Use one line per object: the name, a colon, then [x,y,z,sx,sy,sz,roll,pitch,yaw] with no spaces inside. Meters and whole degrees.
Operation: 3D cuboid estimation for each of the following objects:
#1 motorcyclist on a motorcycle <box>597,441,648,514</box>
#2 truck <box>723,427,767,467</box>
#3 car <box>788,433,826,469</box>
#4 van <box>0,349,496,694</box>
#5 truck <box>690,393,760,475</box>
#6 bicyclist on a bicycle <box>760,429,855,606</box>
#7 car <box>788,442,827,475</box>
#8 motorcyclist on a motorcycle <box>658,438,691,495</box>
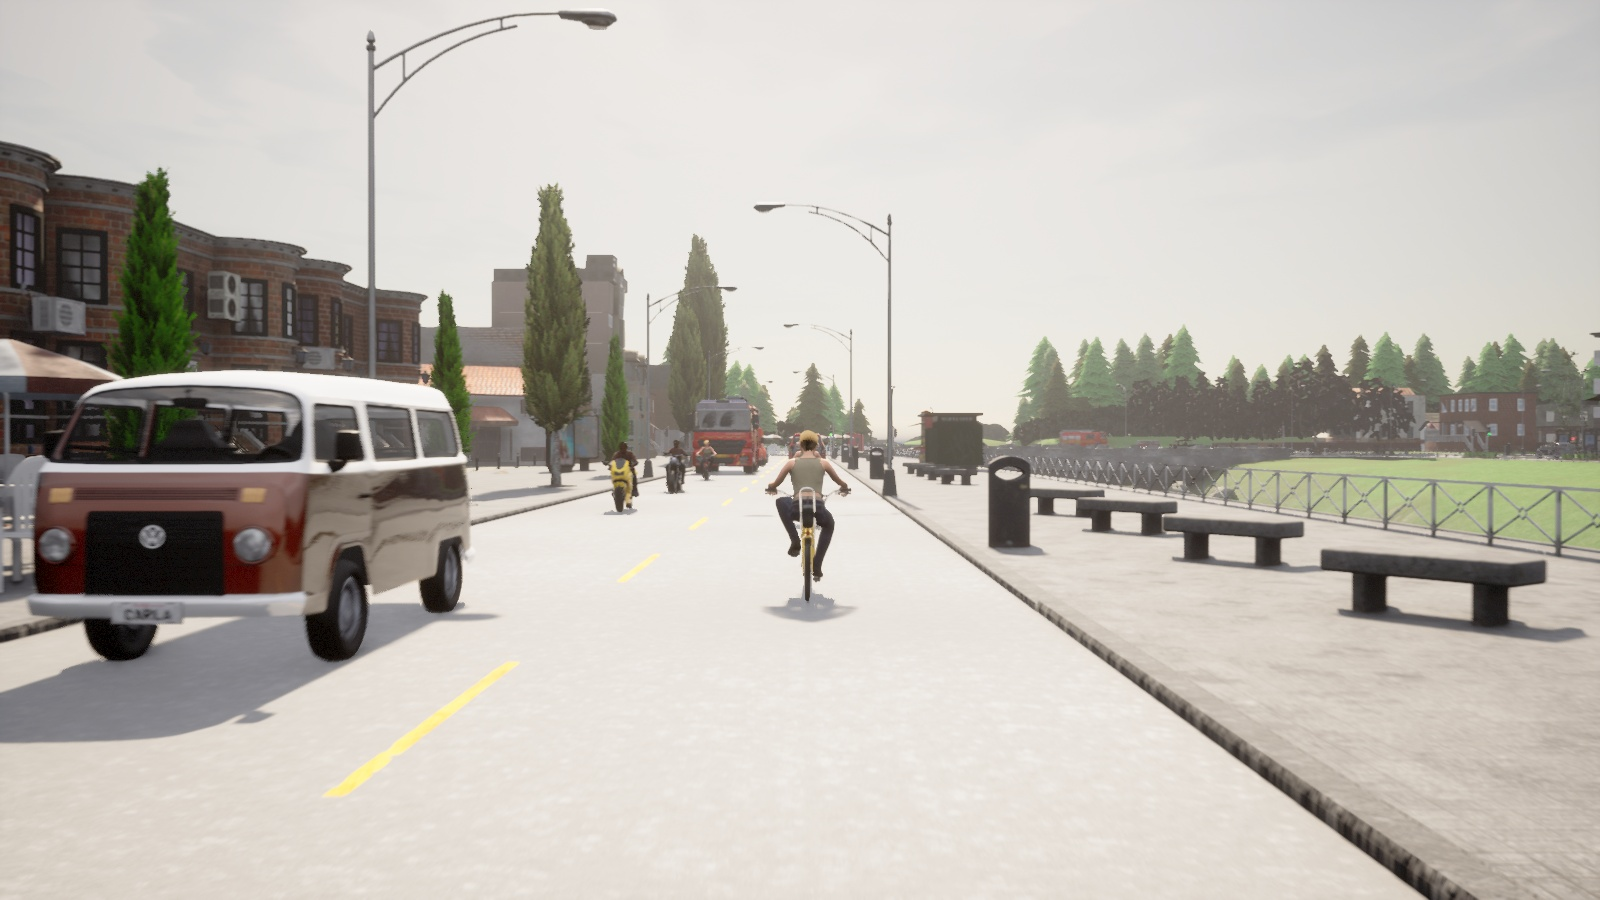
motorcyclist on a motorcycle: [-3.834,0.571,27.241,0.797,1.523,2.044,0,0,0]
truck: [-3.533,-0.206,81.565,2.627,2.467,5.204,0,0,0]
car: [0.422,0.048,73.482,2.150,2.045,5.566,0,0,0]
van: [-3.930,0.412,9.659,2.069,2.038,4.480,0,0,0]
truck: [-3.639,-0.779,62.917,2.891,3.827,8.468,0,0,1]
bicyclist on a bicycle: [0.078,0.613,12.242,0.866,1.612,1.509,0,0,1]
car: [0.346,0.386,59.772,1.789,1.549,3.705,0,0,0]
motorcyclist on a motorcycle: [-3.775,0.478,37.905,0.766,1.649,2.350,0,1,0]
